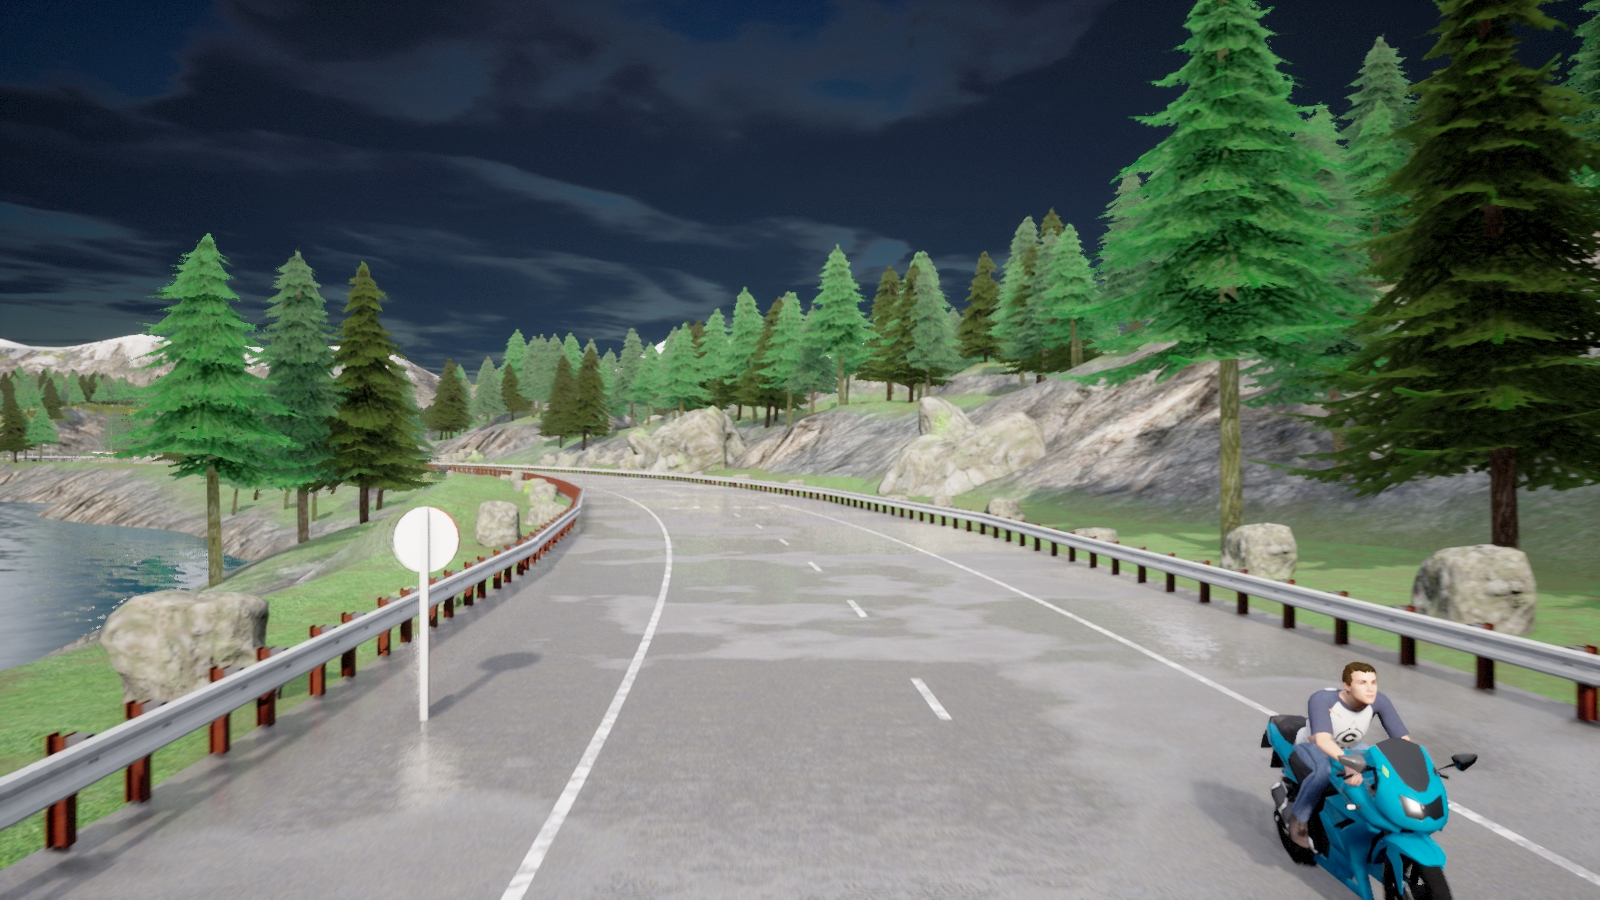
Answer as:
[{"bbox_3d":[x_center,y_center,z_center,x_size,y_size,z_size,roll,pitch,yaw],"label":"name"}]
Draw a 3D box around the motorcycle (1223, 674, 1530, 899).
[{"bbox_3d":[3.388,2.176,6.978,0.803,1.217,2.033,0,0,-2],"label":"motorcycle"}]
